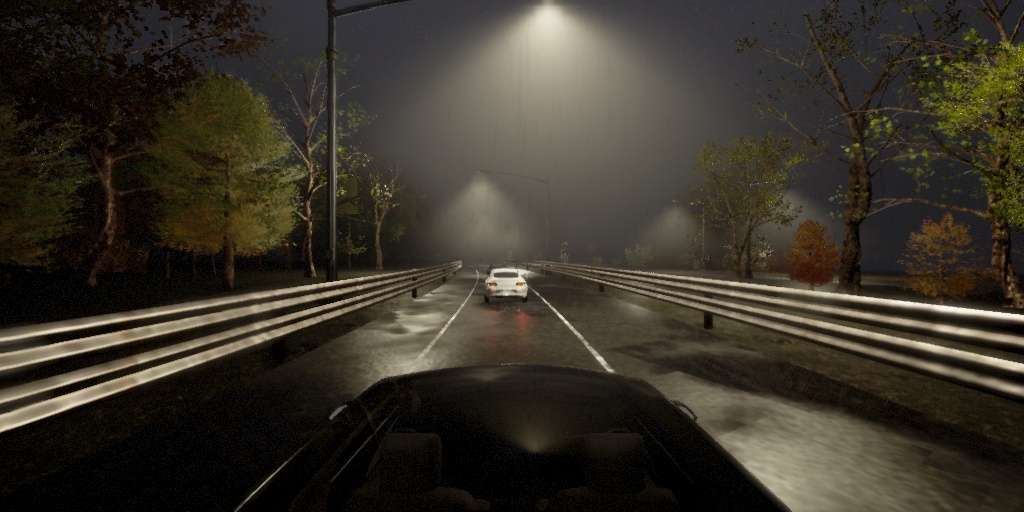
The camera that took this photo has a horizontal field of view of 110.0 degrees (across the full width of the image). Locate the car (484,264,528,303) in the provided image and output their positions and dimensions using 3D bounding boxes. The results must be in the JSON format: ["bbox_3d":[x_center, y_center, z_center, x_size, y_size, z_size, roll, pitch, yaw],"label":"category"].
[{"bbox_3d":[-0.314,1.278,16.604,1.812,1.442,4.674,0,0,-2],"label":"car"}]
